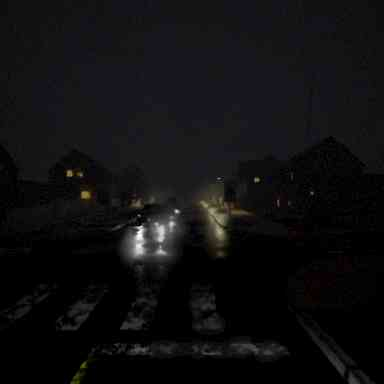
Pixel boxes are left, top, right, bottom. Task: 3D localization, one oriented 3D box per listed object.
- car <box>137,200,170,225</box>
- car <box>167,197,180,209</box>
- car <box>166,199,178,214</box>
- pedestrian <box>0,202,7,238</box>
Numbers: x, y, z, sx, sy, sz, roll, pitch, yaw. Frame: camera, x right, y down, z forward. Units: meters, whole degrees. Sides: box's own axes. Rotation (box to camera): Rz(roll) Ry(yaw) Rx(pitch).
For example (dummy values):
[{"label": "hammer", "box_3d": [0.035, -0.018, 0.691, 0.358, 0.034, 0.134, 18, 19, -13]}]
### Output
[{"label": "car", "box_3d": [-2.852, 1.579, 24.363, 1.812, 1.442, 4.674, 0, 0, 0]}, {"label": "car", "box_3d": [-2.836, 1.495, 47.185, 2.097, 1.767, 4.553, 0, 0, 0]}, {"label": "car", "box_3d": [-2.841, 1.695, 36.014, 1.895, 1.301, 4.718, 0, 0, 0]}, {"label": "pedestrian", "box_3d": [-9.813, 1.386, 16.898, 0.375, 1.860, 0.375, 0, -3, -1]}]
